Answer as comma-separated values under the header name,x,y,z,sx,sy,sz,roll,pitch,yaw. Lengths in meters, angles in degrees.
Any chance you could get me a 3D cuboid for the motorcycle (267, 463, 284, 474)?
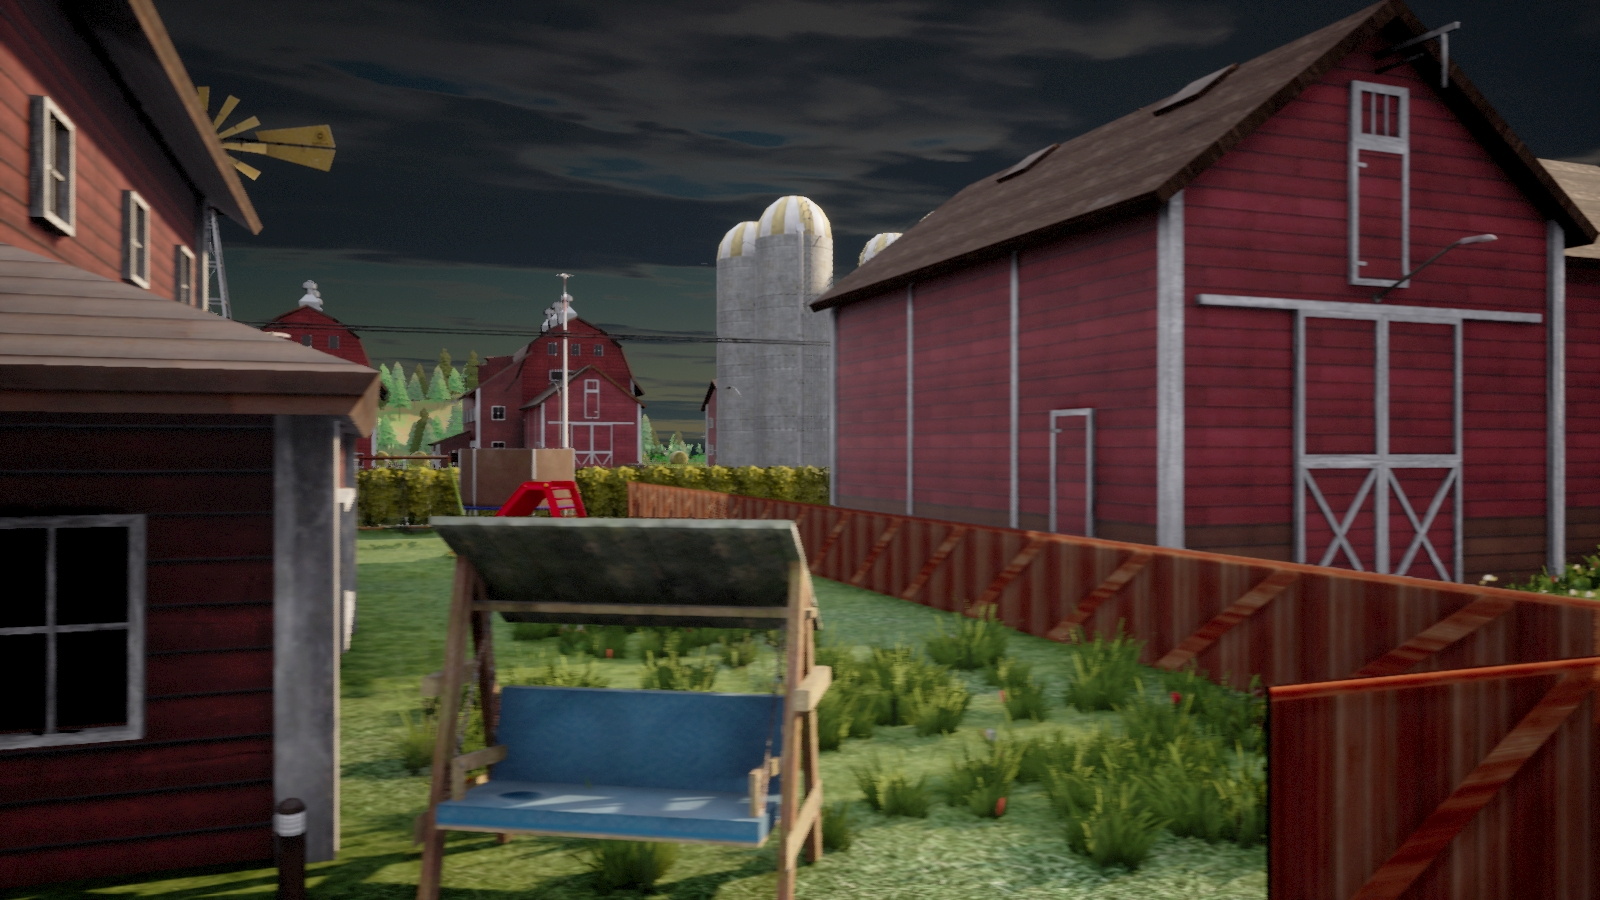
name,x,y,z,sx,sy,sz,roll,pitch,yaw
motorcycle,-61.593,2.142,134.145,1.805,1.316,0.856,0,0,-20
